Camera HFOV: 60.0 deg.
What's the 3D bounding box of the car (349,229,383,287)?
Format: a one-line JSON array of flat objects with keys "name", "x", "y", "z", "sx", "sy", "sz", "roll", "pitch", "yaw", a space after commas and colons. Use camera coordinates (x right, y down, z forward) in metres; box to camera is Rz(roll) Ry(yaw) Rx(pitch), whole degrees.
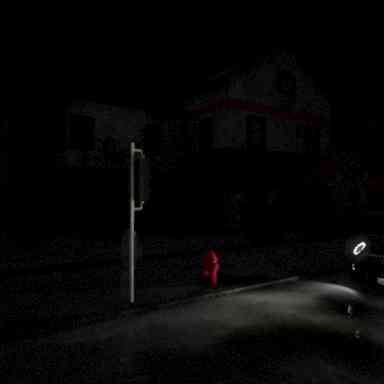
[{"name": "car", "x": 6.109, "y": 1.393, "z": 8.511, "sx": 4.553, "sy": 1.767, "sz": 2.097, "roll": 0, "pitch": 0, "yaw": -33}]
